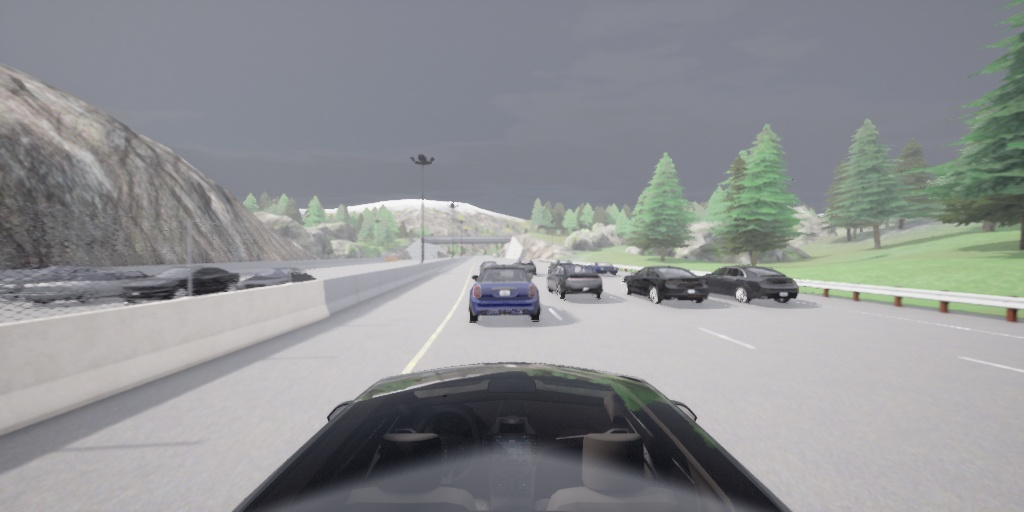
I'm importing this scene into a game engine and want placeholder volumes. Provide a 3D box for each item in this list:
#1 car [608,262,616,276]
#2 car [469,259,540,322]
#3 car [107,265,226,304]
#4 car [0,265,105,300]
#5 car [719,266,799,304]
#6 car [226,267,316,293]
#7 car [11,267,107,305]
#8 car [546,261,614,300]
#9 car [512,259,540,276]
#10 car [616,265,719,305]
[{"bbox_3d":[8.386,1.182,34.149,1.895,1.301,4.718,0,0,-5],"label":"car"},{"bbox_3d":[-0.318,1.053,12.246,2.097,1.767,4.553,0,0,-3],"label":"car"},{"bbox_3d":[-14.795,1.185,16.412,1.882,1.535,5.008,0,0,-4],"label":"car"},{"bbox_3d":[-21.919,1.205,17.724,2.128,1.511,4.902,0,0,-5],"label":"car"},{"bbox_3d":[9.981,1.170,15.788,1.837,1.490,4.892,0,0,-4],"label":"car"},{"bbox_3d":[-11.376,1.259,17.608,1.994,1.385,4.181,0,0,-5],"label":"car"},{"bbox_3d":[-18.274,1.315,16.126,1.895,1.301,4.718,0,0,-5],"label":"car"},{"bbox_3d":[2.861,1.163,17.214,2.128,1.511,4.902,0,0,-4],"label":"car"},{"bbox_3d":[1.242,1.080,35.317,2.128,1.511,4.902,0,0,-5],"label":"car"},{"bbox_3d":[6.480,1.149,15.741,1.882,1.535,5.008,0,0,-4],"label":"car"}]
